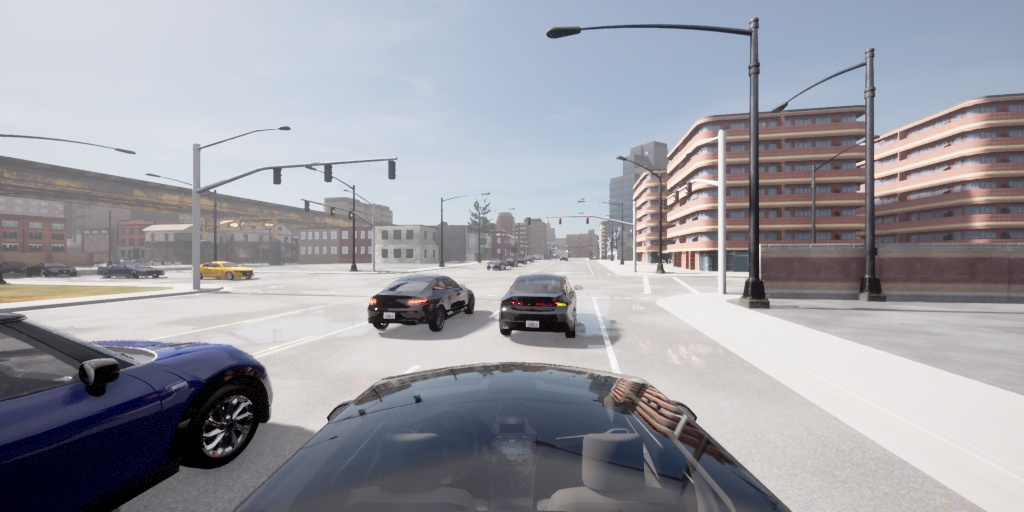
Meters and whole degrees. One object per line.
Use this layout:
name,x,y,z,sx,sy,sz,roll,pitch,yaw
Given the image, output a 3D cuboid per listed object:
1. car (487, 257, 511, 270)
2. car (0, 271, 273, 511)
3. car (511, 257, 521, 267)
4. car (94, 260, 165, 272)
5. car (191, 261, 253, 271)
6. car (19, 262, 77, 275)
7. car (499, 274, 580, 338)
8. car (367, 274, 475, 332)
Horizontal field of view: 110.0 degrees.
car,-2.042,1.106,48.061,2.128,1.511,4.902,0,1,11
car,-3.858,1.102,2.146,2.097,1.767,4.553,0,0,6
car,-0.245,0.957,57.338,1.882,1.535,5.008,0,1,11
car,-34.263,1.297,32.185,5.357,1.411,2.033,0,0,9
car,-24.605,1.228,30.554,5.008,1.535,1.882,0,0,10
car,-43.983,1.314,34.216,4.181,1.385,1.994,0,0,15
car,0.907,1.255,10.284,1.837,1.490,4.892,0,0,11
car,-2.539,1.276,10.924,1.812,1.442,4.674,0,0,11
